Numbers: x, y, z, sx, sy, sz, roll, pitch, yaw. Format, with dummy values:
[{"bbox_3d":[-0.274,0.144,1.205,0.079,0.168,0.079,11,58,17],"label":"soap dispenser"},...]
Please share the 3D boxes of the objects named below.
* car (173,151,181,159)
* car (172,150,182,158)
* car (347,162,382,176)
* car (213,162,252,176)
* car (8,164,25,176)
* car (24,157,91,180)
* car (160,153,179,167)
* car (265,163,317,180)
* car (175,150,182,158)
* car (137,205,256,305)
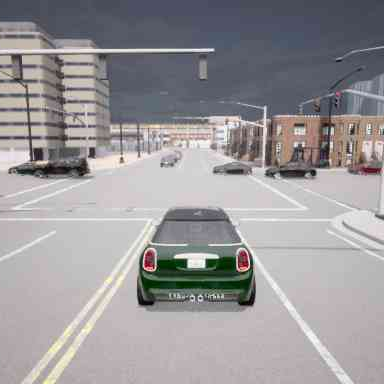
[{"bbox_3d":[-3.503,-5.937,58.220,1.882,1.535,5.008,0,9,0],"label":"car"},{"bbox_3d":[-3.398,-8.952,77.564,2.097,1.767,4.553,0,9,0],"label":"car"},{"bbox_3d":[19.240,-2.538,35.777,4.674,1.442,1.812,0,9,0],"label":"car"},{"bbox_3d":[4.375,-2.507,35.851,4.181,1.385,1.994,0,9,0],"label":"car"},{"bbox_3d":[-17.488,-2.518,35.950,4.181,1.385,1.994,0,9,0],"label":"car"},{"bbox_3d":[-12.744,-2.337,32.415,5.566,2.045,2.150,0,9,0],"label":"car"},{"bbox_3d":[-3.548,-4.527,48.883,2.128,1.511,4.902,0,9,1],"label":"car"},{"bbox_3d":[9.570,-2.034,32.272,4.892,1.490,1.837,0,8,-1],"label":"car"},{"bbox_3d":[-3.422,-7.277,67.515,1.812,1.442,4.674,0,9,1],"label":"car"},{"bbox_3d":[0.085,1.073,7.685,2.097,1.767,4.553,0,4,0],"label":"car"}]
